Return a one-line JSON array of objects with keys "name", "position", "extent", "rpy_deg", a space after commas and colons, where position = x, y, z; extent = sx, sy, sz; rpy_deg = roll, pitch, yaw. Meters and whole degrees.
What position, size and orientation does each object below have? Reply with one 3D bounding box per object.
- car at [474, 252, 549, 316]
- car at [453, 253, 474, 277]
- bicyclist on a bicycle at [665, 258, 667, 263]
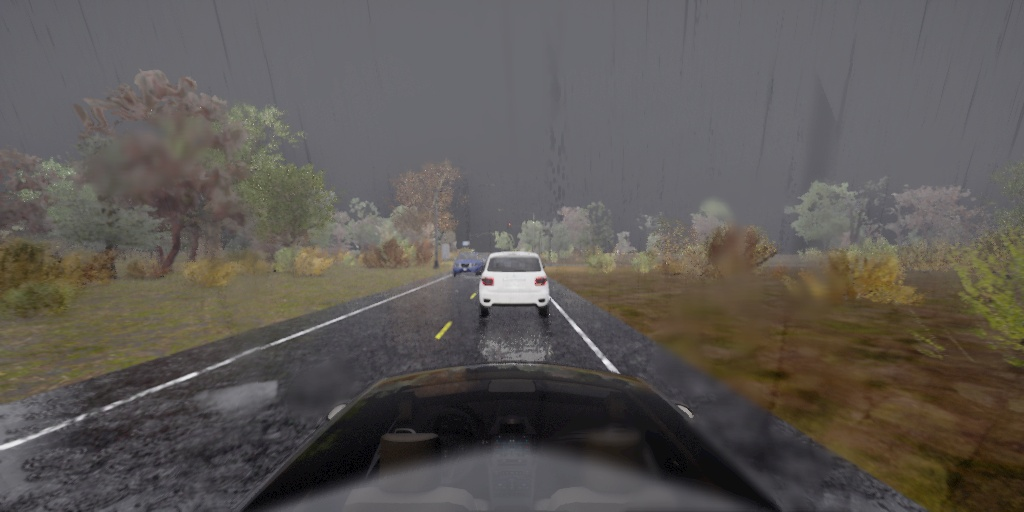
[{"name": "car", "position": [0.057, 0.872, 13.035], "extent": [2.150, 2.045, 5.566], "rpy_deg": [0, 1, 0]}, {"name": "car", "position": [-3.826, 0.707, 31.624], "extent": [2.150, 2.045, 5.566], "rpy_deg": [0, 0, -1]}, {"name": "bicyclist on a bicycle", "position": [23.538, 0.747, 54.964], "extent": [0.582, 1.620, 1.656], "rpy_deg": [0, 0, 1]}]
